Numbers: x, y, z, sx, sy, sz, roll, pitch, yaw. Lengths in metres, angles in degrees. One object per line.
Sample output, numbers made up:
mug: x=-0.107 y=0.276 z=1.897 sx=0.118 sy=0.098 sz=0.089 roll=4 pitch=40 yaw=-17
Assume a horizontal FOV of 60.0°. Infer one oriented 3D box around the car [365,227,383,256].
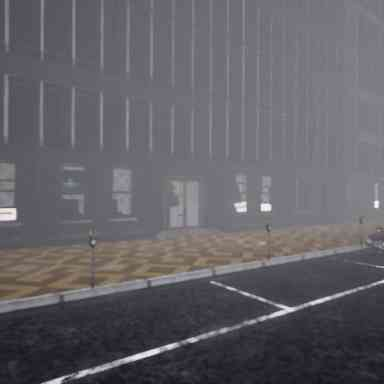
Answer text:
car: x=8.180 y=1.674 z=12.403 sx=4.403 sy=1.369 sz=2.008 roll=1 pitch=0 yaw=-36
